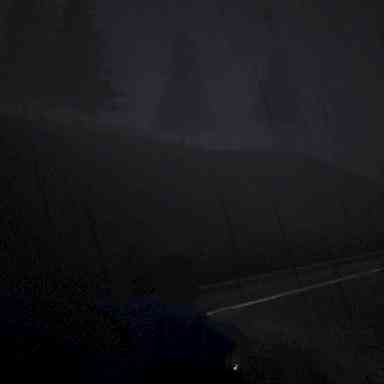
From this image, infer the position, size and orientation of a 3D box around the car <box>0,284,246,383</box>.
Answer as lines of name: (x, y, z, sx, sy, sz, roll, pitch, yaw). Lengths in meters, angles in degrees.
car: (-1.781, 1.481, 2.489, 5.008, 1.535, 1.882, 1, -1, -35)
